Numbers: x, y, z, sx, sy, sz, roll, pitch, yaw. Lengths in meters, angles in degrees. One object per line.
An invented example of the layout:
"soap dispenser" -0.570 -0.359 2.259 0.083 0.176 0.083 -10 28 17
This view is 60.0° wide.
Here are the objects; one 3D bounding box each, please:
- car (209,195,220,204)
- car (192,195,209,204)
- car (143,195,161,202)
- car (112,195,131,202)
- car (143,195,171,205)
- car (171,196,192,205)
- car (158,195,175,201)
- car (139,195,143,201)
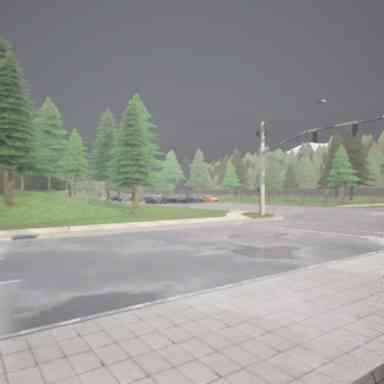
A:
"car" 3.010 1.276 60.435 1.882 1.535 5.008 0 0 -35
"car" 0.179 1.365 58.368 2.033 1.411 5.357 0 0 -35
"car" -8.596 1.281 70.994 1.812 1.442 4.674 0 0 -35
"car" -14.614 1.306 67.382 2.128 1.511 4.902 0 0 -35
"car" -5.879 1.420 54.787 1.994 1.385 4.181 0 0 -35
"car" -2.500 1.437 56.065 1.895 1.301 4.718 0 0 -35
"car" -5.589 1.297 72.802 1.994 1.385 4.181 0 0 -35
"car" -11.339 1.306 68.810 1.812 1.442 4.674 0 0 -35
